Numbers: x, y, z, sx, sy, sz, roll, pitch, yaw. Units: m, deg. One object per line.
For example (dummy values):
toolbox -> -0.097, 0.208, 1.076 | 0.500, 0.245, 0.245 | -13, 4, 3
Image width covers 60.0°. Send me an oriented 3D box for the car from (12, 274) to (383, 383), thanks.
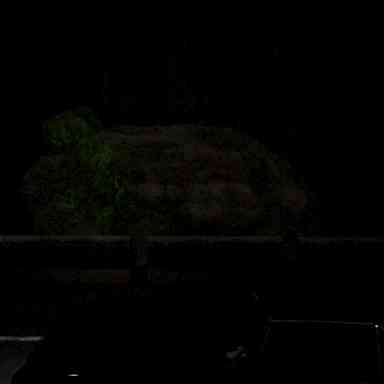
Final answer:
car -> 0.786, 1.598, 3.373 | 4.718, 1.301, 1.895 | 0, 0, 1
